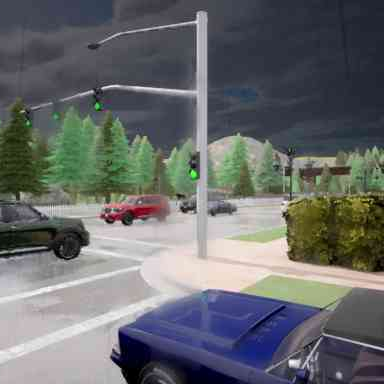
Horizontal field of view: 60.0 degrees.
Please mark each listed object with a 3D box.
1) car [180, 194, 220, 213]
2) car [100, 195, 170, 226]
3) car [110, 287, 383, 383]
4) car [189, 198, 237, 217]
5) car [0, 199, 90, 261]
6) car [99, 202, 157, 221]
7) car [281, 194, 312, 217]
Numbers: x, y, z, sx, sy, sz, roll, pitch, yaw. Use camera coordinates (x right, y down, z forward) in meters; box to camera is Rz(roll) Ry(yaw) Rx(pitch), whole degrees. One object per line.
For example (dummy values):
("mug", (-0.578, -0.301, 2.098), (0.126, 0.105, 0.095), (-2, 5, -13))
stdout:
("car", (1.036, 1.221, 36.144), (2.150, 2.045, 5.566), (0, 0, 39))
("car", (-3.951, 1.221, 24.227), (2.150, 2.045, 5.566), (0, 0, 38))
("car", (1.467, 1.601, 2.919), (4.718, 1.301, 1.895), (0, 0, 36))
("car", (2.416, 1.547, 32.257), (2.033, 1.411, 5.357), (0, 0, 38))
("car", (-5.917, 1.220, 10.140), (2.150, 2.045, 5.566), (0, 0, 38))
("car", (-5.299, 1.601, 28.161), (1.895, 1.301, 4.718), (0, 0, 38))
("car", (10.024, 1.221, 30.283), (2.150, 2.045, 5.566), (0, 0, 38))
